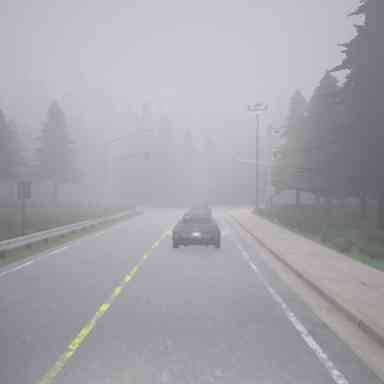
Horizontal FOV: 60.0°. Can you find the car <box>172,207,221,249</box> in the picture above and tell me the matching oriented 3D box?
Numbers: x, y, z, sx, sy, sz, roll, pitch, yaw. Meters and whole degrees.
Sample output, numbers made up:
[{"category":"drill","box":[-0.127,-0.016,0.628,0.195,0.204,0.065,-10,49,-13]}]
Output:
[{"category":"car","box":[0.224,1.569,14.589,1.994,1.385,4.181,0,0,2]}]

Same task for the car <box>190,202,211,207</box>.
[{"category":"car","box":[0.754,1.570,29.570,1.994,1.385,4.181,0,0,2]}]
